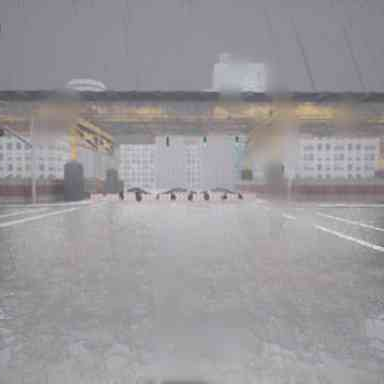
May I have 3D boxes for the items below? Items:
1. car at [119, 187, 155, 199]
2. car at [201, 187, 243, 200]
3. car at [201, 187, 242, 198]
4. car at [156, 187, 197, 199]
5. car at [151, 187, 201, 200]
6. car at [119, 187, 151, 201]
[{"bbox_3d":[-6.506,0.079,39.172,4.536,1.218,1.853,2,2,45],"label":"car"},{"bbox_3d":[3.522,0.200,39.724,4.974,1.542,2.038,1,2,30],"label":"car"},{"bbox_3d":[3.476,0.041,39.745,4.536,1.218,1.853,1,2,30],"label":"car"},{"bbox_3d":[-1.819,0.072,39.077,4.536,1.218,1.853,-1,2,-35],"label":"car"},{"bbox_3d":[-1.861,0.230,39.051,4.974,1.542,2.038,-1,2,-35],"label":"car"},{"bbox_3d":[-6.468,0.238,39.140,4.974,1.542,2.038,2,2,45],"label":"car"}]
